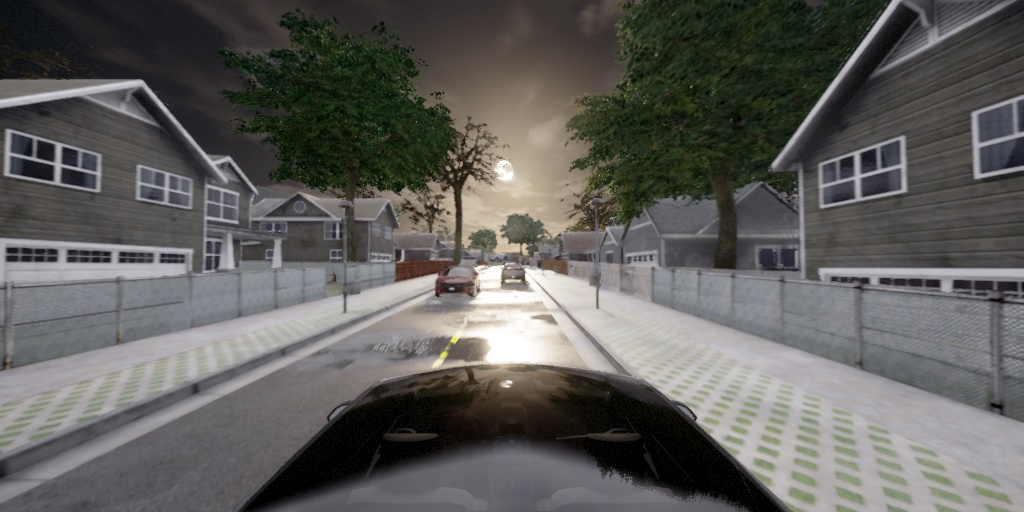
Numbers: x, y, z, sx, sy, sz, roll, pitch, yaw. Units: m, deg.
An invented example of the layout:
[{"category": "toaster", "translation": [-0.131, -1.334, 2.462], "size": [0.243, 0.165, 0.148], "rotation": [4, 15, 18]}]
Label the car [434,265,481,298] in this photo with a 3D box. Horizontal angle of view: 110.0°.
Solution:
[{"category": "car", "translation": [-2.758, 1.261, 19.008], "size": [1.882, 1.535, 5.008], "rotation": [0, 0, 0]}]

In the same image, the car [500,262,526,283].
[{"category": "car", "translation": [0.102, 1.305, 28.167], "size": [2.128, 1.511, 4.902], "rotation": [0, 0, 0]}]
